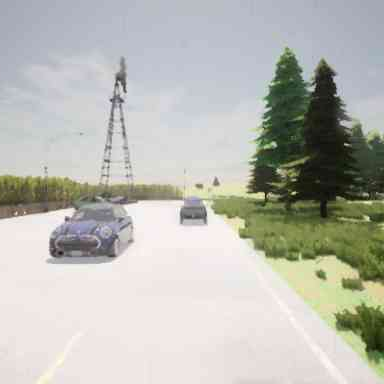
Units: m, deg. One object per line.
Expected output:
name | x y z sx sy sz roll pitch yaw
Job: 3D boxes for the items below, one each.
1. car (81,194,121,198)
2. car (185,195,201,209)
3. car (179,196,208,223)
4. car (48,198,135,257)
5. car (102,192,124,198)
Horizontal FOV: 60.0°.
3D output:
car | -9.542 1.242 33.234 3.988 1.617 1.851 0 0 -1
car | 0.102 1.180 40.980 1.882 1.535 5.008 0 0 0
car | 0.102 1.320 23.624 2.128 1.511 4.902 0 0 0
car | -3.505 1.260 12.385 2.097 1.767 4.553 0 1 0
car | -11.896 0.994 50.079 3.866 1.878 1.905 0 0 -31
